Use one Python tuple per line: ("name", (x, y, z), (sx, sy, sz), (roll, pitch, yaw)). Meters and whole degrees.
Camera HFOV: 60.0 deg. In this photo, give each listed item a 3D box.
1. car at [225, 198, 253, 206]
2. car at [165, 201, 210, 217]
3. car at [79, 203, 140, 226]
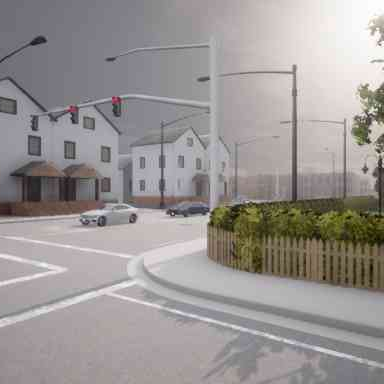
("car", (5.690, 1.492, 39.875), (2.128, 1.511, 4.902), (0, 0, 35))
("car", (-0.190, 1.547, 31.387), (2.033, 1.411, 5.357), (0, 0, 35))
("car", (-5.679, 1.526, 23.440), (1.812, 1.442, 4.674), (0, 0, 35))
